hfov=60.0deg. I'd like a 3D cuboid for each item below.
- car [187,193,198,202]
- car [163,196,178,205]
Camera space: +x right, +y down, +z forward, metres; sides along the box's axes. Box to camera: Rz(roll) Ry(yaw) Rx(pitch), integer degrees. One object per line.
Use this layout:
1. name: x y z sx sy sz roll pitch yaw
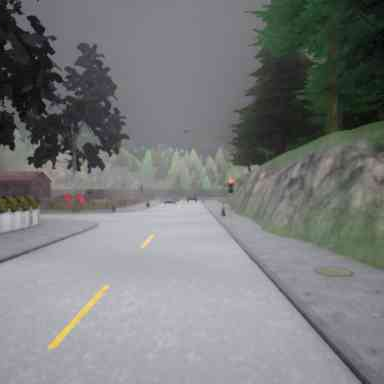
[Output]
1. car: 0.022 1.182 72.662 2.150 2.045 5.566 0 0 0
2. car: -4.020 1.600 60.011 1.994 1.385 4.181 0 0 1
